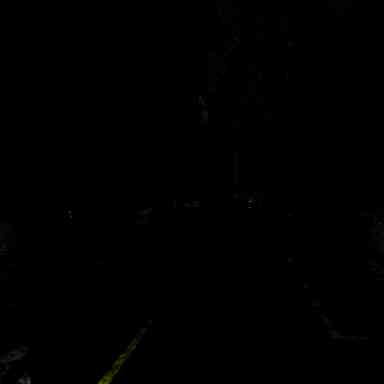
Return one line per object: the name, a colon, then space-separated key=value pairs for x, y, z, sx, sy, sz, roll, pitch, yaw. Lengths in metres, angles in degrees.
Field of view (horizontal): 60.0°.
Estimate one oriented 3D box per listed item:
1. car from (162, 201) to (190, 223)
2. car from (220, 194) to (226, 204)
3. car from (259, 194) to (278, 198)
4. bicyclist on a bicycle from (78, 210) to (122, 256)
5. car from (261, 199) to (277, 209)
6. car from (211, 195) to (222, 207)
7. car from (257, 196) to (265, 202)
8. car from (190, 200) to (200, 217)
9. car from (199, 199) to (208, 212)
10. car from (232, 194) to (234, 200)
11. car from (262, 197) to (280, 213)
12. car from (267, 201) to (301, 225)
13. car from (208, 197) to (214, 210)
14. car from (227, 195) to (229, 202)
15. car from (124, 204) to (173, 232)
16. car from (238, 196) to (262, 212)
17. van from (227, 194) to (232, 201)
car: x=-1.659 y=1.452 z=25.503 sx=1.967 sy=1.590 sz=4.097 roll=0 pitch=0 yaw=10
car: x=4.207 y=1.390 z=58.829 sx=2.192 sy=1.841 sz=5.009 roll=0 pitch=0 yaw=10
car: x=9.669 y=1.355 z=40.682 sx=2.192 sy=1.841 sz=5.009 roll=0 pitch=0 yaw=10
bicyclist on a bicycle: x=-3.254 y=1.455 z=11.681 sx=1.656 sy=1.620 sz=0.582 roll=-1 pitch=0 yaw=10
car: x=10.646 y=1.617 z=46.234 sx=1.947 sy=1.339 sz=4.313 roll=0 pitch=0 yaw=10
car: x=3.229 y=1.607 z=53.274 sx=1.887 sy=1.381 sz=4.507 roll=0 pitch=0 yaw=10
car: x=16.510 y=1.725 z=79.554 sx=1.802 sy=1.307 sz=4.206 roll=0 pitch=0 yaw=10
car: x=-0.681 y=1.602 z=31.057 sx=1.802 sy=1.307 sz=4.206 roll=0 pitch=0 yaw=10
car: x=0.267 y=1.554 z=36.443 sx=1.752 sy=1.417 sz=4.829 roll=0 pitch=0 yaw=10
car: x=9.094 y=1.606 z=86.599 sx=1.967 sy=1.590 sz=4.097 roll=0 pitch=0 yaw=10
car: x=8.691 y=1.574 z=35.127 sx=1.887 sy=1.381 sz=4.507 roll=0 pitch=0 yaw=10
car: x=6.737 y=1.579 z=24.020 sx=1.947 sy=1.339 sz=4.313 roll=0 pitch=0 yaw=10
car: x=1.274 y=1.605 z=42.166 sx=1.947 sy=1.339 sz=4.313 roll=0 pitch=0 yaw=10
car: x=6.162 y=1.683 z=69.935 sx=1.802 sy=1.307 sz=4.206 roll=0 pitch=0 yaw=10
car: x=-2.636 y=1.589 z=19.949 sx=1.802 sy=1.307 sz=4.206 roll=0 pitch=0 yaw=10
car: x=6.839 y=1.528 z=39.415 sx=2.128 sy=1.511 sz=4.902 roll=0 pitch=0 yaw=10
van: x=8.116 y=1.484 z=81.045 sx=1.690 sy=1.788 sz=3.998 roll=0 pitch=0 yaw=10
